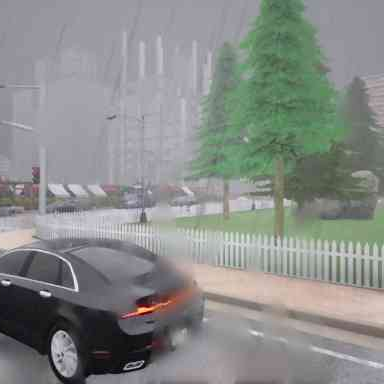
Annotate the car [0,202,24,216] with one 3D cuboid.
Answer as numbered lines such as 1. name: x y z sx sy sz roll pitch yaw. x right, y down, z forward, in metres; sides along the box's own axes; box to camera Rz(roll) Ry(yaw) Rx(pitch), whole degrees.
1. car: -17.949 1.601 29.991 1.895 1.301 4.718 0 0 36

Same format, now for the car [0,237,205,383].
1. car: -2.100 1.505 5.425 4.892 1.490 1.837 0 0 36

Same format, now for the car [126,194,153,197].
1. car: -6.783 1.221 40.225 2.150 2.045 5.566 0 0 34

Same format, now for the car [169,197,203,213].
1. car: -0.065 1.601 37.318 1.895 1.301 4.718 0 0 34

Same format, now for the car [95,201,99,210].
1. car: -12.814 1.478 37.524 1.882 1.535 5.008 0 0 34

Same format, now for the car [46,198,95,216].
1. car: -12.255 1.491 32.077 2.128 1.511 4.902 0 0 34

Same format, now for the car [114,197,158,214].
1. car: -5.602 1.525 35.351 1.812 1.442 4.674 0 0 34

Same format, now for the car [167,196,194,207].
1. car: -1.813 1.505 53.850 1.837 1.490 4.892 0 0 34

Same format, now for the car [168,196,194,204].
1. car: -1.080 1.352 48.688 2.097 1.767 4.553 0 0 34

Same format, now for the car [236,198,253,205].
1. car: 9.132 1.525 57.293 1.812 1.442 4.674 0 0 34

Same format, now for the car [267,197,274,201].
1. car: 15.008 1.564 59.779 1.994 1.385 4.181 0 0 34
